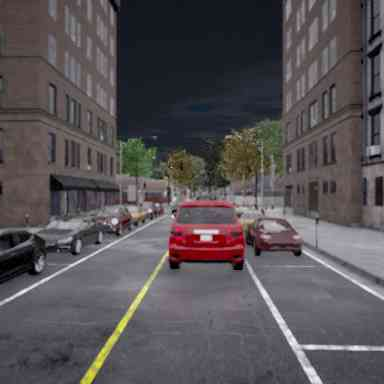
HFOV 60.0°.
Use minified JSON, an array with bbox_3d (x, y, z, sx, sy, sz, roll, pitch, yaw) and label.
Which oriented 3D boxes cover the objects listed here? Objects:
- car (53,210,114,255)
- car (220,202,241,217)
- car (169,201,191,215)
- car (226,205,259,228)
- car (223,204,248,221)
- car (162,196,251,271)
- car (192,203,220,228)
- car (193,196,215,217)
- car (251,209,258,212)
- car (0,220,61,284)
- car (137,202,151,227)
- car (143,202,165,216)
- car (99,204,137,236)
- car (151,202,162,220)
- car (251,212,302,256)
[{"bbox_3d":[-4.894,1.624,13.500,2.008,1.369,4.403,0,0,2],"label":"car"},{"bbox_3d":[4.021,1.779,35.232,1.947,1.339,4.313,0,0,2],"label":"car"},{"bbox_3d":[-1.274,1.775,38.028,2.033,1.411,5.357,0,0,3],"label":"car"},{"bbox_3d":[3.572,1.689,24.205,1.887,1.381,4.507,0,0,2],"label":"car"},{"bbox_3d":[3.796,1.761,29.718,1.802,1.307,4.206,0,0,2],"label":"car"},{"bbox_3d":[0.499,1.287,11.291,2.150,2.045,5.566,0,0,3],"label":"car"},{"bbox_3d":[1.049,1.651,24.557,1.837,1.490,4.892,0,0,2],"label":"car"},{"bbox_3d":[1.345,1.432,35.021,2.150,2.045,5.566,0,0,4],"label":"car"},{"bbox_3d":[3.355,1.637,18.862,1.752,1.417,4.829,0,0,2],"label":"car"},{"bbox_3d":[-5.118,1.607,7.987,1.947,1.339,4.313,0,0,2],"label":"car"},{"bbox_3d":[-4.453,1.665,24.359,1.752,1.417,4.829,0,0,2],"label":"car"},{"bbox_3d":[-3.998,1.792,35.557,1.802,1.307,4.206,0,0,2],"label":"car"},{"bbox_3d":[-4.670,1.547,19.015,1.967,1.590,4.097,0,0,2],"label":"car"},{"bbox_3d":[-4.222,1.615,30.044,1.967,1.590,4.097,0,0,2],"label":"car"},{"bbox_3d":[3.124,1.659,13.178,1.802,1.307,4.206,0,0,2],"label":"car"}]
